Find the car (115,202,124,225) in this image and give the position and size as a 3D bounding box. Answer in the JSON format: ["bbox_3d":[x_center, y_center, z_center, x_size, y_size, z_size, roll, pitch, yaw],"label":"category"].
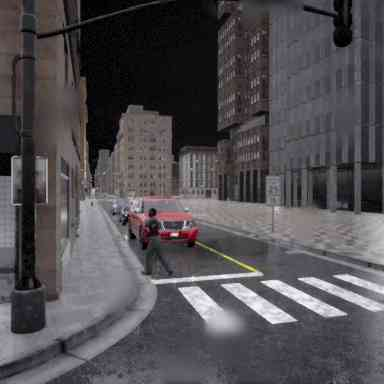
[{"bbox_3d":[-4.311,1.628,24.416,1.895,1.301,4.718,0,0,-17],"label":"car"}]

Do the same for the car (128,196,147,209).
[{"bbox_3d":[-7.871,1.407,47.500,2.097,1.767,4.553,0,0,-17],"label":"car"}]

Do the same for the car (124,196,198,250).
[{"bbox_3d":[-1.524,1.238,15.002,2.150,2.045,5.566,0,0,-19],"label":"car"}]

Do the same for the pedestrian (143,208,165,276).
[{"bbox_3d":[-1.004,1.303,8.827,0.375,1.860,0.375,0,0,-17],"label":"pedestrian"}]

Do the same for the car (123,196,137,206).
[{"bbox_3d":[-10.692,1.543,56.928,1.882,1.535,5.008,0,0,-17],"label":"car"}]

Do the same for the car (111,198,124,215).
[{"bbox_3d":[-7.161,1.390,33.990,2.097,1.767,4.553,0,0,-17],"label":"car"}]
